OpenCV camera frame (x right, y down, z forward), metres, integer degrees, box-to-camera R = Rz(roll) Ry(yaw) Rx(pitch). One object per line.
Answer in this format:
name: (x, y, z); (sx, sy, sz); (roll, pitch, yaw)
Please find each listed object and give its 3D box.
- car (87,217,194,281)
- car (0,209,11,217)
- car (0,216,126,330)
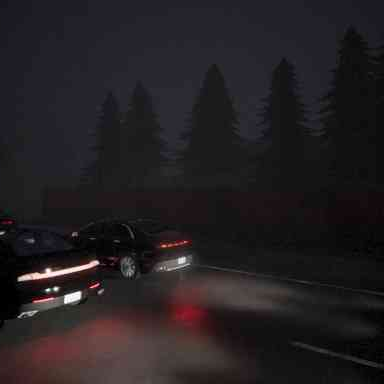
car: (-2.227, 1.505, 9.909); (4.892, 1.490, 1.837); (0, 0, 36)
car: (-9.971, 1.505, 15.473); (4.892, 1.490, 1.837); (0, 0, 36)
car: (-3.899, 1.492, 6.799); (4.902, 1.511, 2.128); (0, 0, 36)
